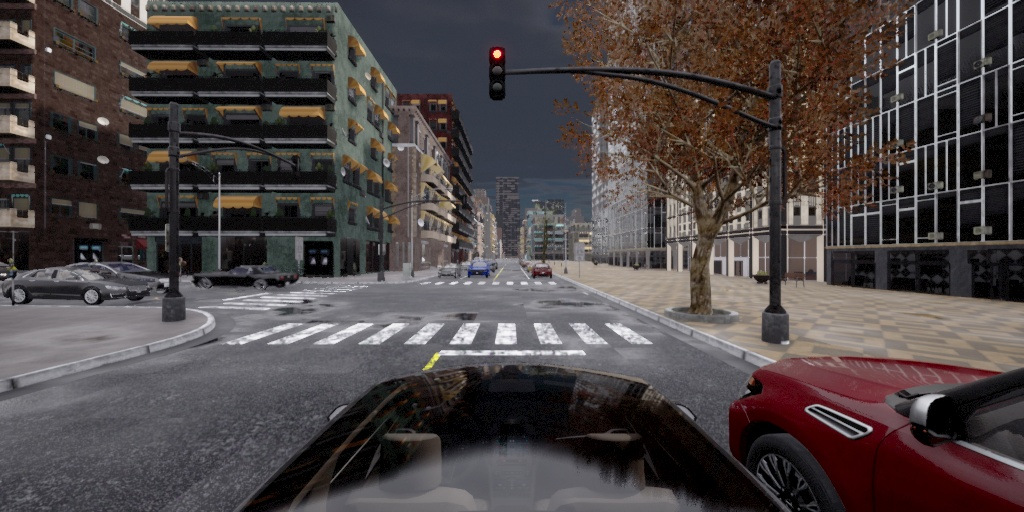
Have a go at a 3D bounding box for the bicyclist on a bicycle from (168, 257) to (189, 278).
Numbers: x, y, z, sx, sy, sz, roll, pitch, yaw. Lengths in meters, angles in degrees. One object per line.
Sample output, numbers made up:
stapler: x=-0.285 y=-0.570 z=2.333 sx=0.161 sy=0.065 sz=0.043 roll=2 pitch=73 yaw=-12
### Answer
bicyclist on a bicycle: x=-23.168 y=0.761 z=24.917 sx=0.582 sy=1.620 sz=1.656 roll=1 pitch=0 yaw=-1

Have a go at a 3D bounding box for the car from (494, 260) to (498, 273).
car: x=-3.087 y=1.336 z=44.357 sx=1.994 sy=1.385 sz=4.181 roll=0 pitch=0 yaw=0

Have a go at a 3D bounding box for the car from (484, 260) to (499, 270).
car: x=-3.080 y=1.332 z=54.720 sx=2.033 sy=1.411 sz=5.357 roll=0 pitch=0 yaw=0

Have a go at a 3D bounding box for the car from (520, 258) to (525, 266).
car: x=2.694 y=1.374 z=60.734 sx=1.802 sy=1.307 sz=4.207 roll=0 pitch=0 yaw=0

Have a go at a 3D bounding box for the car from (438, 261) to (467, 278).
car: x=-5.688 y=1.312 z=33.072 sx=2.007 sy=1.370 sz=4.403 roll=0 pitch=0 yaw=0

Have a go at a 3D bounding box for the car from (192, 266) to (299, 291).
car: x=-14.471 y=1.173 z=19.554 sx=4.718 sy=1.301 sz=1.895 roll=1 pitch=0 yaw=0

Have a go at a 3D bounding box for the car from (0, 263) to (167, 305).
car: x=-16.434 y=1.091 z=13.656 sx=4.403 sy=1.370 sz=2.007 roll=0 pitch=0 yaw=-1

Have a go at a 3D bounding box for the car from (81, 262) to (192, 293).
car: x=-18.042 y=1.013 z=16.230 sx=4.902 sy=1.511 sz=2.128 roll=1 pitch=0 yaw=-1

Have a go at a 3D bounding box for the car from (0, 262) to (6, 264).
car: x=-33.187 y=0.869 z=21.868 sx=4.403 sy=1.370 sz=2.007 roll=0 pitch=0 yaw=-1

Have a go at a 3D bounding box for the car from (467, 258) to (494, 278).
car: x=-3.091 y=1.240 z=34.359 sx=1.882 sy=1.535 sz=5.008 roll=0 pitch=0 yaw=0

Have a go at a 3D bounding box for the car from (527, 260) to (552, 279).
car: x=2.692 y=1.307 z=33.071 sx=1.888 sy=1.381 sz=4.507 roll=0 pitch=0 yaw=0

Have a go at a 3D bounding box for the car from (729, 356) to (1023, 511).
car: x=2.692 y=1.065 z=0.684 sx=2.192 sy=1.841 sz=5.009 roll=0 pitch=0 yaw=0

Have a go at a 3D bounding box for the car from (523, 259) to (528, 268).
car: x=2.693 y=1.297 z=44.307 sx=1.751 sy=1.417 sz=4.829 roll=0 pitch=0 yaw=0
